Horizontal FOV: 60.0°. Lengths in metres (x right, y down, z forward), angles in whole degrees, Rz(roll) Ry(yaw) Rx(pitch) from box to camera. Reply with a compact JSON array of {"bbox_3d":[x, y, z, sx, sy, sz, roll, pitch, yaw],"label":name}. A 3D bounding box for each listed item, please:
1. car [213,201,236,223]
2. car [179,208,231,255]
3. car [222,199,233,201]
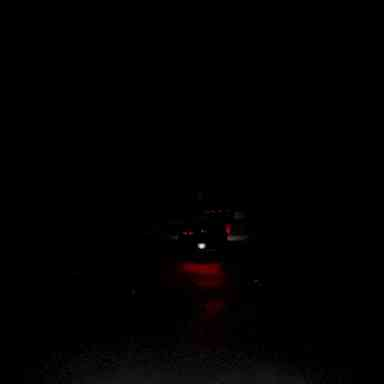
[{"bbox_3d":[2.679,1.785,28.795,2.128,1.511,4.902,0,-1,11],"label":"car"},{"bbox_3d":[0.574,1.649,14.092,1.837,1.490,4.892,0,0,6],"label":"car"},{"bbox_3d":[5.086,1.880,49.230,2.097,1.767,4.553,-1,-1,19],"label":"car"}]
